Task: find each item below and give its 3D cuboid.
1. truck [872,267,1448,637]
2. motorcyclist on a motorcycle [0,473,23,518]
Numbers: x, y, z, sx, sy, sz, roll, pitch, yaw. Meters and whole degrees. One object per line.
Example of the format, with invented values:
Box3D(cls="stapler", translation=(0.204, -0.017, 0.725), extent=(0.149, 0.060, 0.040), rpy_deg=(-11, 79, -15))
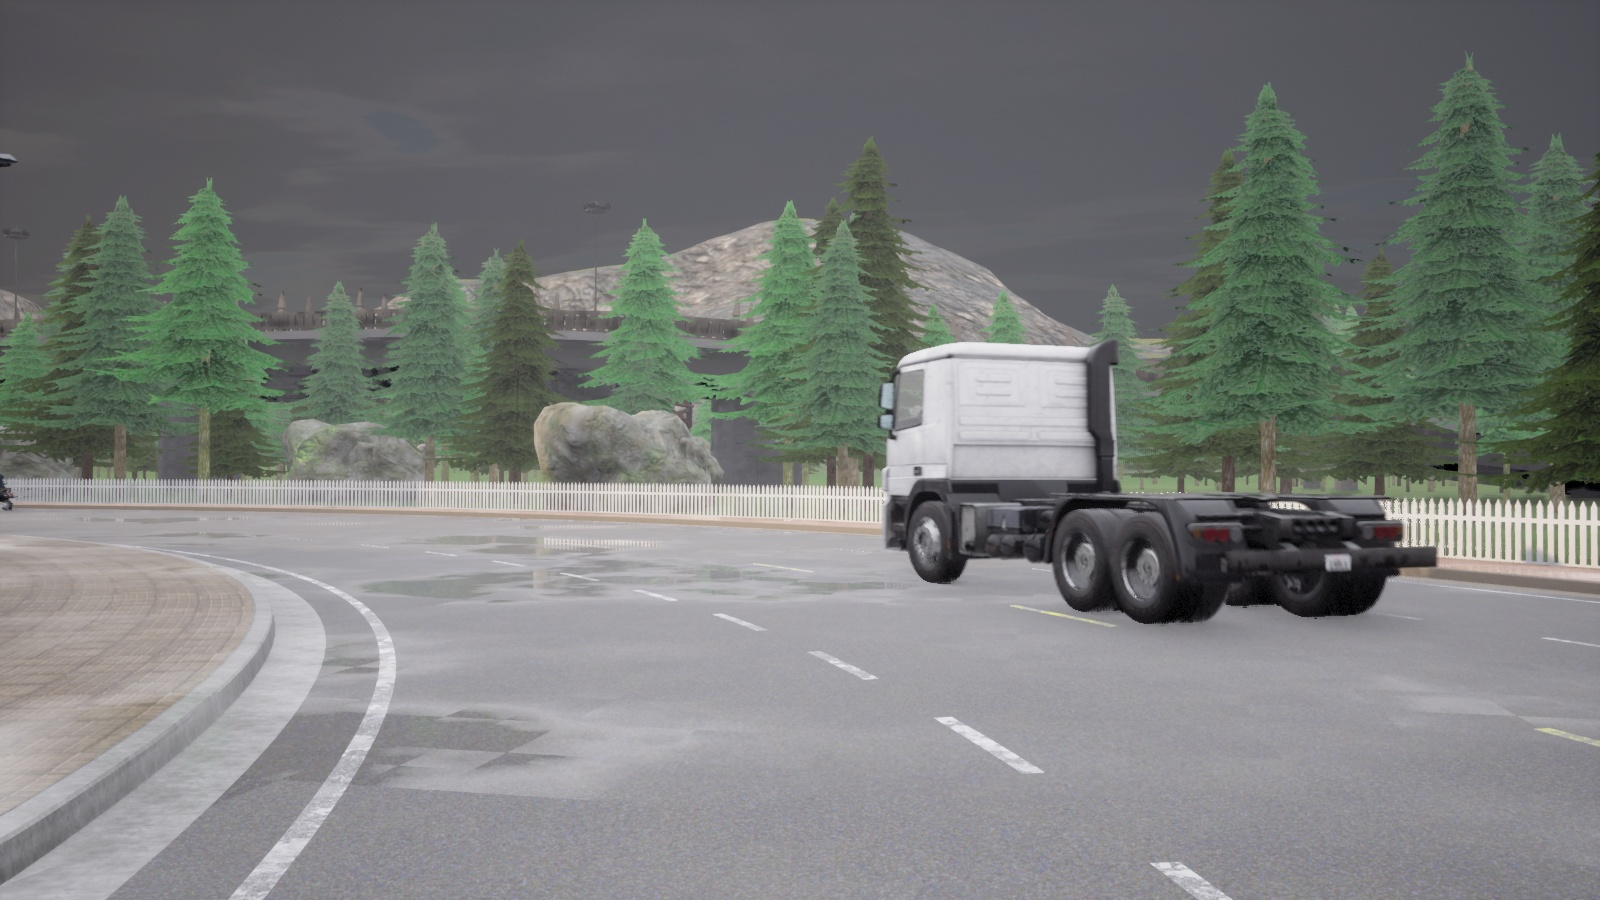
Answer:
Box3D(cls="truck", translation=(3.823, 0.085, 15.951), extent=(2.891, 3.462, 7.936), rpy_deg=(0, -1, -20))
Box3D(cls="motorcyclist on a motorcycle", translation=(-29.122, 1.643, 45.278), extent=(1.817, 1.590, 0.866), rpy_deg=(0, -1, 13))
